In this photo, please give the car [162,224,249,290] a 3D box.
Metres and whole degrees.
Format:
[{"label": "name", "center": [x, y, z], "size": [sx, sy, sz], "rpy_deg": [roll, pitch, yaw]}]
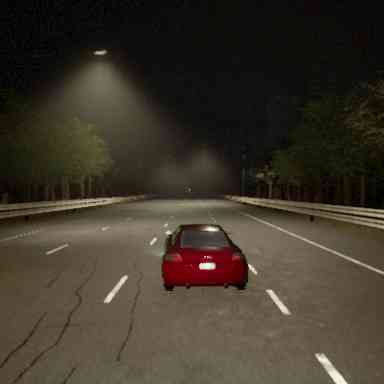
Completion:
[{"label": "car", "center": [0.222, 1.548, 9.110], "size": [1.994, 1.385, 4.181], "rpy_deg": [0, 0, -3]}]
